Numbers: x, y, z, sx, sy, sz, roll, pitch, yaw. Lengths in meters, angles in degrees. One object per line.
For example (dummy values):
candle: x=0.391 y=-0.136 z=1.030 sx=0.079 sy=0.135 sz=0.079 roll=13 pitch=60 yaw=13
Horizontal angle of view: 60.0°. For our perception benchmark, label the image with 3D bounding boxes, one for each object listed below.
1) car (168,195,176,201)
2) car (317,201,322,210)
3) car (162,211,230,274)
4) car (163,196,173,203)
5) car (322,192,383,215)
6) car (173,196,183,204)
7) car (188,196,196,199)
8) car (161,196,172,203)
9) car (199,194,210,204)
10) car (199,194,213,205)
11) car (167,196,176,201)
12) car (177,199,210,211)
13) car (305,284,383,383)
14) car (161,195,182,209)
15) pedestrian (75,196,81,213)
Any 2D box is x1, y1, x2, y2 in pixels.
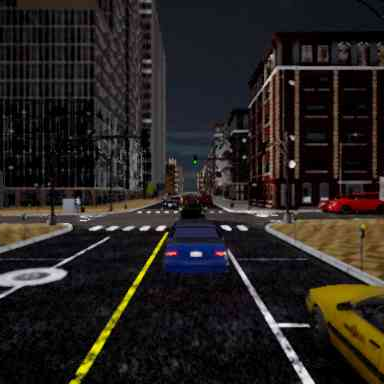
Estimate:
car: x=-5.371 y=1.534 z=91.498 sx=1.967 sy=1.590 sz=4.097 roll=0 pitch=0 yaw=0
car: x=15.310 y=1.127 z=33.488 sx=5.009 sy=1.841 sz=2.192 roll=-1 pitch=1 yaw=-1
car: x=0.099 y=1.558 z=10.576 sx=2.033 sy=1.411 sz=5.357 roll=0 pitch=0 yaw=0
car: x=-5.323 y=1.621 z=74.721 sx=1.887 sy=1.381 sz=4.507 roll=0 pitch=0 yaw=0
car: x=15.616 y=1.032 z=31.031 sx=5.566 sy=2.045 sz=2.150 roll=-1 pitch=0 yaw=-1
car: x=-2.756 y=1.544 z=65.898 sx=1.882 sy=1.535 sz=5.008 roll=0 pitch=0 yaw=0
car: x=-0.007 y=1.641 z=85.644 sx=1.994 sy=1.385 sz=4.181 roll=0 pitch=0 yaw=0
car: x=-5.322 y=1.621 z=69.128 sx=2.008 sy=1.369 sz=4.403 roll=0 pitch=0 yaw=0
car: x=2.558 y=1.385 z=69.129 sx=2.192 sy=1.841 sz=5.009 roll=0 pitch=0 yaw=0
car: x=2.559 y=1.373 z=57.943 sx=2.192 sy=1.841 sz=5.009 roll=0 pitch=0 yaw=0
car: x=-5.323 y=1.639 z=85.907 sx=2.008 sy=1.369 sz=4.403 roll=0 pitch=0 yaw=0
car: x=0.083 y=1.526 z=24.258 sx=1.837 sy=1.490 sz=4.892 roll=-1 pitch=1 yaw=0
car: x=2.564 y=1.529 z=3.296 sx=1.752 sy=1.417 sz=4.829 roll=0 pitch=0 yaw=0
car: x=-2.848 y=1.537 z=45.785 sx=2.128 sy=1.511 sz=4.902 roll=0 pitch=0 yaw=0
pedestrian: x=-12.352 y=1.304 z=36.132 sx=0.375 sy=1.860 sz=0.375 roll=0 pitch=1 yaw=-1
